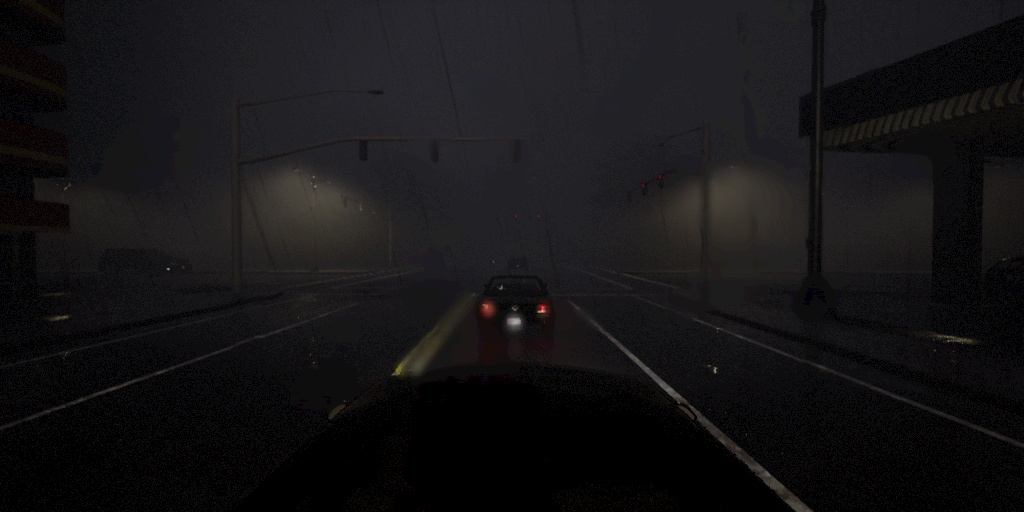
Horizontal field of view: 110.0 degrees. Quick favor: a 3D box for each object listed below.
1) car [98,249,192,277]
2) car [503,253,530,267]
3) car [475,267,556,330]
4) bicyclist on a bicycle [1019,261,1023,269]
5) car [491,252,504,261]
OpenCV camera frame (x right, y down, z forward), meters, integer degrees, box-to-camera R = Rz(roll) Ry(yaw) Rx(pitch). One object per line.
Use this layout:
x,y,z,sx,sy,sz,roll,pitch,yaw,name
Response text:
-27.367,0.489,26.812,5.566,2.045,2.150,0,1,0,car
0.595,0.628,33.761,2.128,1.511,4.902,0,1,2,car
0.098,1.184,10.397,1.895,1.301,4.718,0,1,0,car
26.013,0.824,18.030,0.582,1.620,1.656,0,-8,18,bicyclist on a bicycle
-2.575,0.054,63.735,2.128,1.511,4.902,0,1,1,car
